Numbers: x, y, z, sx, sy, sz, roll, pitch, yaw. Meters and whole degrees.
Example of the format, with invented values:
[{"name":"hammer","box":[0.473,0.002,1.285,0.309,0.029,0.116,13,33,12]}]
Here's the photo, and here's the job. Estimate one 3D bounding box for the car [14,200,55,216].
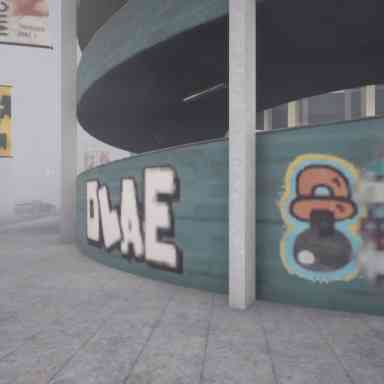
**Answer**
[{"name":"car","box":[-15.296,1.497,32.566,2.128,1.511,4.902,0,0,5]}]
